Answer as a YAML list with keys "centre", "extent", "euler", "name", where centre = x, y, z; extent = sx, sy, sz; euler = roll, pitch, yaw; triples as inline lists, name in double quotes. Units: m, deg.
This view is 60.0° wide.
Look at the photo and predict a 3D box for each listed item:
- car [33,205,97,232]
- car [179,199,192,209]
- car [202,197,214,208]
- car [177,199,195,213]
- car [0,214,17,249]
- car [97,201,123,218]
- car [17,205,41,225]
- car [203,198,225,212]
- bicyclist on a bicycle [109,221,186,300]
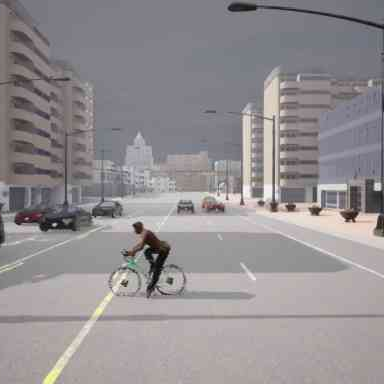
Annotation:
- centre: [-7.466, 1.592, 20.055]
  extent: [1.994, 1.385, 4.181]
  euler: [0, 0, 0]
  name: "car"
- centre: [-0.936, 1.728, 48.143]
  extent: [1.895, 1.301, 4.718]
  euler: [0, 0, -1]
  name: "car"
- centre: [2.540, 1.481, 49.137]
  extent: [2.097, 1.767, 4.553]
  euler: [0, 0, -1]
  name: "car"
- centre: [-0.716, 1.583, 38.180]
  extent: [2.128, 1.511, 4.902]
  euler: [0, 0, -1]
  name: "car"
- centre: [-7.269, 1.210, 8.891]
  extent: [2.150, 2.045, 5.566]
  euler: [0, 1, -1]
  name: "car"
- centre: [-7.705, 1.544, 30.771]
  extent: [1.882, 1.535, 5.008]
  euler: [0, 0, 0]
  name: "car"
- centre: [-11.012, 1.607, 24.067]
  extent: [1.994, 1.385, 4.181]
  euler: [0, 0, -1]
  name: "car"
- centre: [2.751, 1.698, 39.731]
  extent: [1.895, 1.301, 4.718]
  euler: [0, 0, -1]
  name: "car"
- centre: [-0.963, 1.450, 7.090]
  extent: [1.656, 1.620, 0.582]
  euler: [-2, 0, -1]
  name: "bicyclist on a bicycle"
